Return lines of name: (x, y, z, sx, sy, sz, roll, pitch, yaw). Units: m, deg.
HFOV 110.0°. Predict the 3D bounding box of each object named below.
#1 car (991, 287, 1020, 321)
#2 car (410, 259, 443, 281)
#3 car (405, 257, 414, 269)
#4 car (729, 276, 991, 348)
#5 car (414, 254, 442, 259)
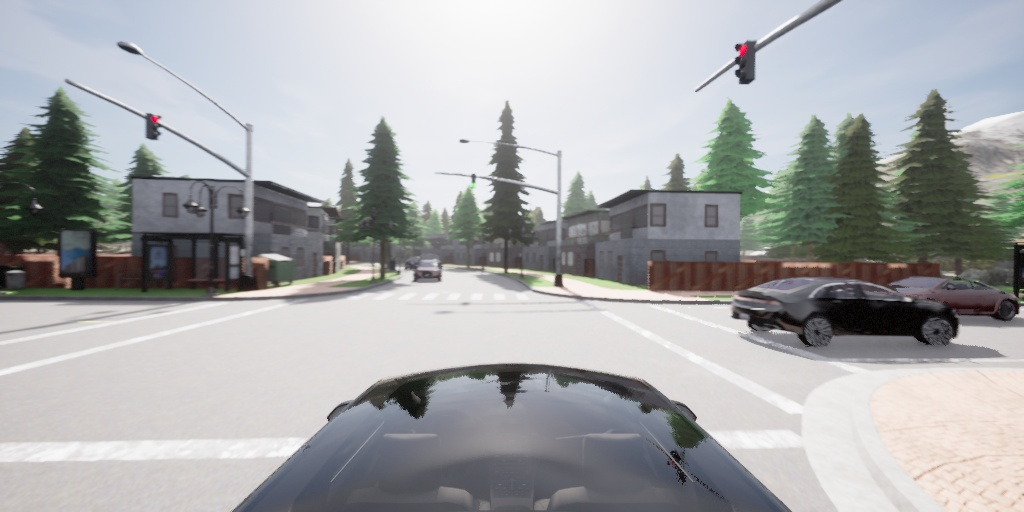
car: (14.689, 1.415, 12.564, 4.181, 1.385, 1.994, 1, 0, -1)
car: (-6.327, 1.161, 27.327, 1.994, 1.385, 4.181, 1, 0, -10)
car: (-12.253, 0.851, 45.780, 2.097, 1.767, 4.553, 0, 0, -27)
car: (8.045, 1.287, 8.848, 4.902, 1.511, 2.128, 1, 0, -4)
car: (-8.392, 0.779, 36.396, 2.150, 2.045, 5.566, 1, 0, -18)
